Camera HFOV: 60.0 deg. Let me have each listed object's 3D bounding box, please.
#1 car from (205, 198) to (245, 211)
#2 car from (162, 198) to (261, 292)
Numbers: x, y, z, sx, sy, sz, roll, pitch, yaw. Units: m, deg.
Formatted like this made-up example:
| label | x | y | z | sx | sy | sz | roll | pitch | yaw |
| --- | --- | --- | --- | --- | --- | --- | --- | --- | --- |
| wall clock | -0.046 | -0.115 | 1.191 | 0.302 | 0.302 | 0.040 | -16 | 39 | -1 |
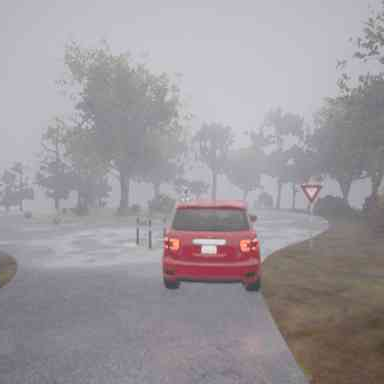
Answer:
| label | x | y | z | sx | sy | sz | roll | pitch | yaw |
| --- | --- | --- | --- | --- | --- | --- | --- | --- | --- |
| car | 4.076 | 1.507 | 42.297 | 1.882 | 1.535 | 5.008 | 1 | -1 | -44 |
| car | 0.630 | 1.228 | 9.206 | 2.150 | 2.045 | 5.566 | 0 | 0 | 6 |
